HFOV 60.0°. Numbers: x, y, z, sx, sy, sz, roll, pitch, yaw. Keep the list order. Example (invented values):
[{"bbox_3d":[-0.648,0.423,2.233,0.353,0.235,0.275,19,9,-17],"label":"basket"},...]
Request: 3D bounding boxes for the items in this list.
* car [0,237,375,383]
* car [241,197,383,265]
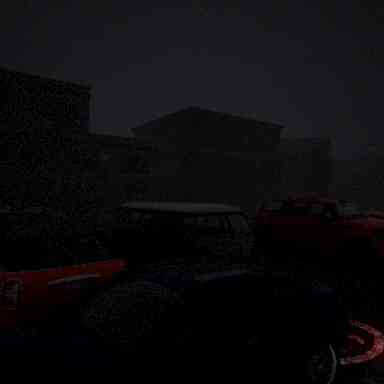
[{"bbox_3d":[-0.169,1.520,3.565,4.674,1.442,1.812,0,0,-35],"label":"car"},{"bbox_3d":[4.680,1.231,11.693,2.435,2.045,5.566,0,0,-36],"label":"car"}]
